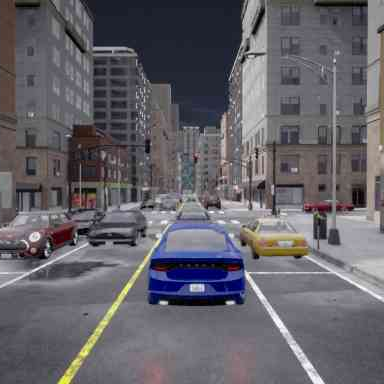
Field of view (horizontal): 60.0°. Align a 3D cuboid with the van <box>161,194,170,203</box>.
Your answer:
[{"bbox_3d":[-5.792,1.403,72.506,1.690,1.788,3.998,-1,0,0],"label":"van"}]

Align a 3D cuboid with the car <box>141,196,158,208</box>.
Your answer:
[{"bbox_3d":[-5.746,1.602,44.577,1.947,1.339,4.313,-1,0,0],"label":"car"}]

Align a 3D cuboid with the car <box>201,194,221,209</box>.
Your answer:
[{"bbox_3d":[2.777,1.351,44.589,2.192,1.841,5.009,-1,0,0],"label":"car"}]

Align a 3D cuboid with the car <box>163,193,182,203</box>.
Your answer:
[{"bbox_3d":[-3.174,1.398,54.595,2.097,1.767,4.553,0,0,0],"label":"car"}]

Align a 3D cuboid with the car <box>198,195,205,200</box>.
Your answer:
[{"bbox_3d":[2.714,1.624,94.862,2.008,1.369,4.403,-1,0,0],"label":"car"}]

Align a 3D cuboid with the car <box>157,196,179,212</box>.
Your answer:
[{"bbox_3d":[-2.888,1.534,39.224,1.837,1.490,4.892,0,0,-5],"label":"car"}]

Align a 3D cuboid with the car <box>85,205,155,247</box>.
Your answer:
[{"bbox_3d":[-3.124,1.551,15.238,2.033,1.411,5.357,0,0,0],"label":"car"}]

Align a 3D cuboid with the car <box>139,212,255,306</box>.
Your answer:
[{"bbox_3d":[0.084,1.478,8.126,1.882,1.535,5.008,0,0,0],"label":"car"}]

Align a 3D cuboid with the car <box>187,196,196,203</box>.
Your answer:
[{"bbox_3d":[-0.115,1.580,74.019,2.128,1.511,4.902,0,0,0],"label":"car"}]

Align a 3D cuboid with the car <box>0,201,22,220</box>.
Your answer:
[{"bbox_3d":[-18.073,1.665,29.486,5.008,1.535,1.882,-1,1,-1],"label":"car"}]

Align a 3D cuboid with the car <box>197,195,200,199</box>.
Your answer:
[{"bbox_3d":[2.747,1.372,66.933,2.192,1.841,5.009,-1,0,0],"label":"car"}]

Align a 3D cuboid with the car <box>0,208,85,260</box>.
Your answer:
[{"bbox_3d":[-5.696,1.442,12.207,1.967,1.590,4.097,-1,0,0],"label":"car"}]

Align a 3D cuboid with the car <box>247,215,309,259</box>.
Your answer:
[{"bbox_3d":[2.829,1.527,12.391,1.752,1.417,4.829,-1,0,0],"label":"car"}]

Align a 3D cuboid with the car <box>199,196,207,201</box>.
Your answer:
[{"bbox_3d":[2.728,1.634,83.691,1.947,1.339,4.313,-1,0,0],"label":"car"}]

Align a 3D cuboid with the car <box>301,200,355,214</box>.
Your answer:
[{"bbox_3d":[13.308,1.458,32.848,4.718,1.301,1.895,-1,1,-1],"label":"car"}]

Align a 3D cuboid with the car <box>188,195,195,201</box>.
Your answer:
[{"bbox_3d":[-0.131,1.538,84.471,1.895,1.301,4.718,0,0,0],"label":"car"}]

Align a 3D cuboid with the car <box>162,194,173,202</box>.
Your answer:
[{"bbox_3d":[-5.801,1.380,78.092,2.192,1.841,5.009,-1,0,0],"label":"car"}]

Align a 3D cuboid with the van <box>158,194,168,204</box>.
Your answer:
[{"bbox_3d":[-5.783,1.399,66.920,1.690,1.788,3.998,-1,0,0],"label":"van"}]

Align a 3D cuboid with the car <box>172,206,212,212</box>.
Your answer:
[{"bbox_3d":[0.073,1.606,17.489,1.895,1.301,4.718,0,0,0],"label":"car"}]

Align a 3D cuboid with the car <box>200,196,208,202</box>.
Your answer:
[{"bbox_3d":[2.735,1.590,78.275,1.752,1.417,4.829,-1,0,0],"label":"car"}]

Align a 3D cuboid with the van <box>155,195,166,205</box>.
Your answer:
[{"bbox_3d":[-5.775,1.394,61.334,1.690,1.788,3.998,-1,0,0],"label":"van"}]
